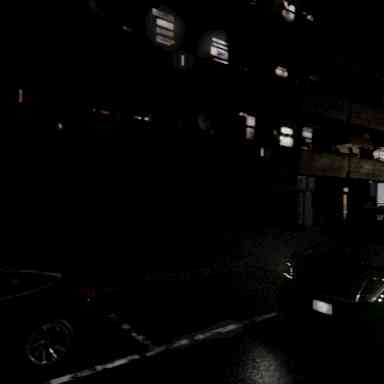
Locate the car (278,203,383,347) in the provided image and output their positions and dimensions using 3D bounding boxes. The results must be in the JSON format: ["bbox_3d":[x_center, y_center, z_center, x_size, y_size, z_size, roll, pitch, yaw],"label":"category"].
[{"bbox_3d":[4.073,1.254,6.266,5.566,2.045,2.150,0,0,-36],"label":"car"}]

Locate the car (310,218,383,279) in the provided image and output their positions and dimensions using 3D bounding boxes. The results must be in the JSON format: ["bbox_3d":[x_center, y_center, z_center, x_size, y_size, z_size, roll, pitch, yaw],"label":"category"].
[{"bbox_3d":[5.895,1.638,10.749,4.206,1.307,1.802,0,1,-35],"label":"car"}]

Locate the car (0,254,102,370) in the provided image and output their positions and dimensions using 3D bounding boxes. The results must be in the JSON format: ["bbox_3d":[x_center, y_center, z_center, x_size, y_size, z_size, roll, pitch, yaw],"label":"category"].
[{"bbox_3d":[-3.322,1.564,4.179,4.313,1.339,1.947,0,1,-35],"label":"car"}]
